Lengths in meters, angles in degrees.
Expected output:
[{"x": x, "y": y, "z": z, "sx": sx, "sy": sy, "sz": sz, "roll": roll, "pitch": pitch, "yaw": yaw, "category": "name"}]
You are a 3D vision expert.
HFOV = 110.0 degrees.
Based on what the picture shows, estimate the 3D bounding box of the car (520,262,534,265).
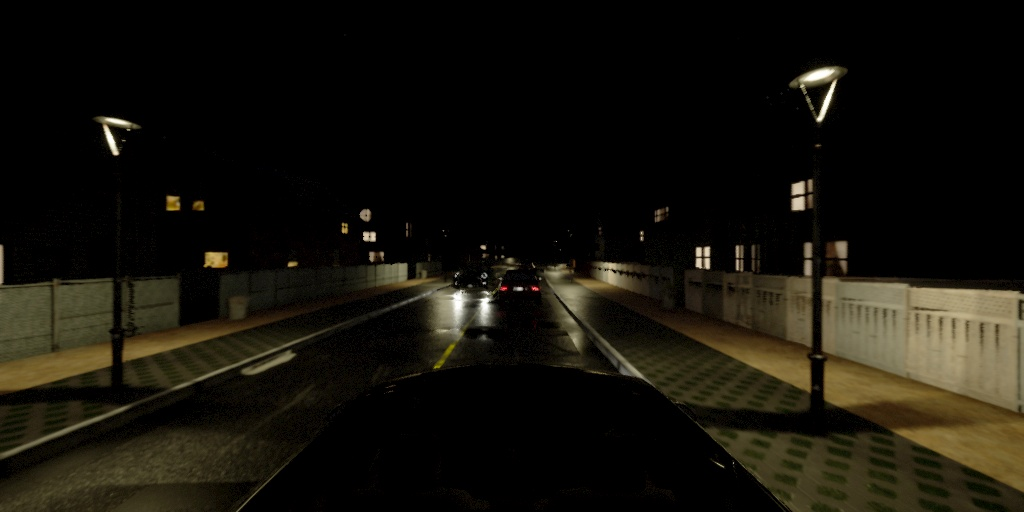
[{"x": 1.566, "y": 1.315, "z": 37.175, "sx": 1.812, "sy": 1.442, "sz": 4.674, "roll": 0, "pitch": 0, "yaw": 4, "category": "car"}]

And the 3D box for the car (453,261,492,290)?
[{"x": -2.281, "y": 1.122, "z": 22.613, "sx": 2.097, "sy": 1.767, "sz": 4.553, "roll": 0, "pitch": 0, "yaw": 3, "category": "car"}]

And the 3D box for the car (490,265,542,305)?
[{"x": 0.375, "y": 1.314, "z": 16.232, "sx": 2.033, "sy": 1.411, "sz": 5.357, "roll": 0, "pitch": 0, "yaw": 2, "category": "car"}]
